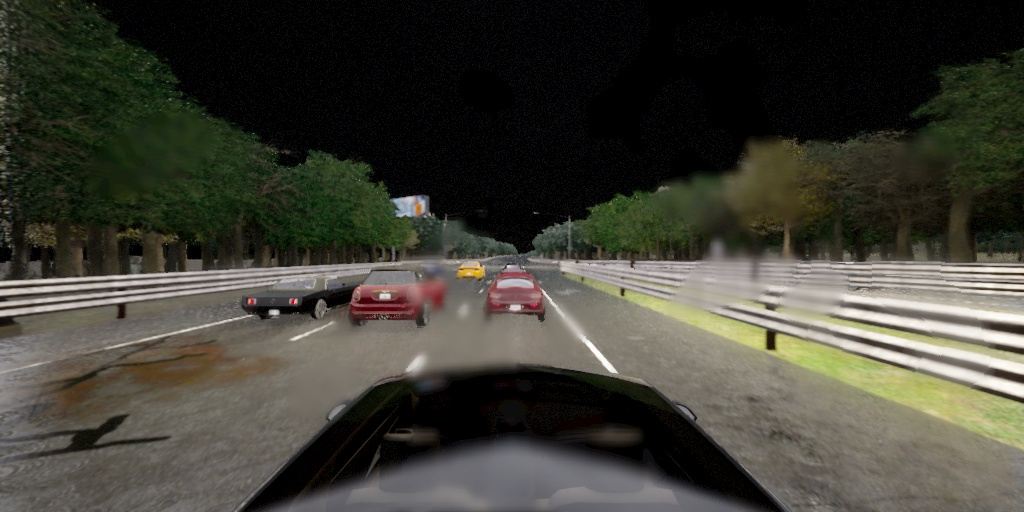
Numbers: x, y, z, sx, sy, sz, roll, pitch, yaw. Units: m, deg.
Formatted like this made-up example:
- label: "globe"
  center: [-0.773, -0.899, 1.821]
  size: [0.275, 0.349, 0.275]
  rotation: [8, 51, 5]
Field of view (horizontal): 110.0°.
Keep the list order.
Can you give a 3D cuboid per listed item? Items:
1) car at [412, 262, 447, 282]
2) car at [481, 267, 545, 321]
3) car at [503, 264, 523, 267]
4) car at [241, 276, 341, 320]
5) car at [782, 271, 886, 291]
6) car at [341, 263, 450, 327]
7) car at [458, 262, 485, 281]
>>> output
- label: "car"
  center: [-6.892, 1.307, 30.412]
  size: [1.812, 1.442, 4.674]
  rotation: [0, 0, 0]
- label: "car"
  center: [0.097, 1.278, 12.339]
  size: [1.812, 1.442, 4.674]
  rotation: [0, 0, 0]
- label: "car"
  center: [0.095, 1.343, 29.723]
  size: [1.994, 1.385, 4.181]
  rotation: [0, 0, 0]
- label: "car"
  center: [-6.908, 1.353, 12.636]
  size: [1.895, 1.301, 4.718]
  rotation: [0, 0, 0]
- label: "car"
  center: [16.914, 1.043, 19.014]
  size: [1.994, 1.385, 4.181]
  rotation: [0, 0, -16]
- label: "car"
  center: [-3.402, 1.104, 11.737]
  size: [2.097, 1.767, 4.553]
  rotation: [0, 0, 0]
- label: "car"
  center: [-3.406, 1.260, 30.771]
  size: [1.882, 1.535, 5.008]
  rotation: [0, 0, 0]
